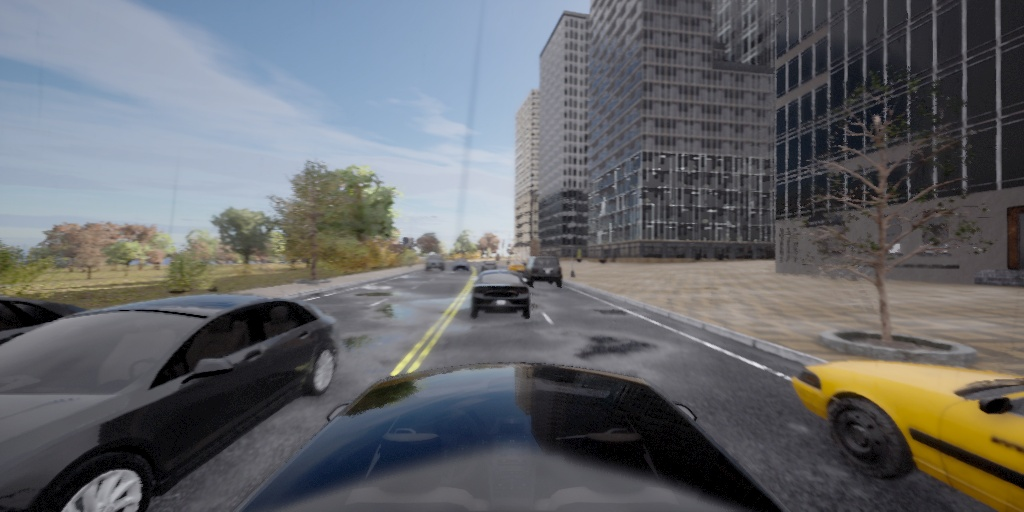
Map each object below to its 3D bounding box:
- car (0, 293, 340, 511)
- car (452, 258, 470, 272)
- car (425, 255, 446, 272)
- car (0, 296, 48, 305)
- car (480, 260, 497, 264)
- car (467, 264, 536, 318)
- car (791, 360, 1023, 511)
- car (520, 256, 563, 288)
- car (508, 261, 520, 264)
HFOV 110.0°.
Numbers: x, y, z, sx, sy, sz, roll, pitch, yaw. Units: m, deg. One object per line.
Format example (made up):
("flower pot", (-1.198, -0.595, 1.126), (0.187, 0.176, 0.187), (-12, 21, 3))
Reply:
("car", (-3.486, 1.211, 3.639), (1.837, 1.490, 4.892), (1, 0, -2))
("car", (-6.469, 1.069, 46.037), (2.097, 1.767, 4.553), (1, 0, -6))
("car", (-9.701, 0.891, 45.789), (2.150, 2.045, 5.566), (1, 0, -5))
("car", (-6.728, 1.168, 3.377), (1.837, 1.490, 4.892), (1, 0, -2))
("car", (-2.845, 1.254, 44.169), (2.128, 1.511, 4.902), (1, 0, -6))
("car", (-0.449, 1.228, 13.114), (1.882, 1.535, 5.008), (1, 0, -3))
("car", (4.185, 1.261, 1.814), (1.801, 1.575, 5.366), (1, 0, -2))
("car", (2.038, 1.023, 24.691), (2.150, 2.045, 5.566), (1, 0, -4))
("car", (0.632, 1.283, 41.578), (1.882, 1.535, 5.008), (1, 0, -5))
